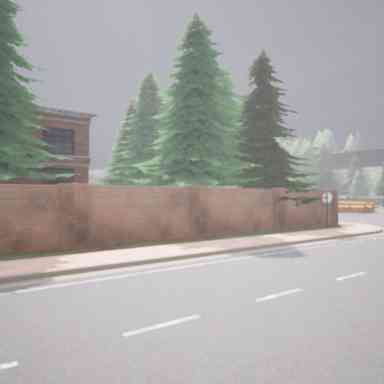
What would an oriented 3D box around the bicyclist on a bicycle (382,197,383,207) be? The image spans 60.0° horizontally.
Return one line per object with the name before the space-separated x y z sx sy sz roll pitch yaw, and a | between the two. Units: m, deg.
bicyclist on a bicycle | 32.252 1.704 55.829 1.656 1.620 0.582 0 0 -35
